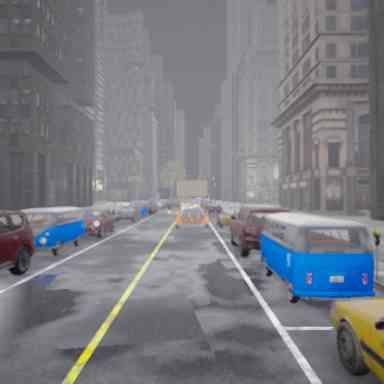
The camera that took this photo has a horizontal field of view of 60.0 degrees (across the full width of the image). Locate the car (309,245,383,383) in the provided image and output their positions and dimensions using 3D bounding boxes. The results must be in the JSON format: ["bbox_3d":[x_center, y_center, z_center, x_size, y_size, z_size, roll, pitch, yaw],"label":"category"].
[{"bbox_3d":[2.767,1.565,2.849,1.752,1.417,4.829,0,-1,0],"label":"car"}]

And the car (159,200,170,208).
[{"bbox_3d":[-5.766,2.484,68.990,1.887,1.381,4.507,0,-1,0],"label":"car"}]

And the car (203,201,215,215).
[{"bbox_3d":[2.779,2.113,41.348,2.008,1.369,4.403,0,-1,0],"label":"car"}]

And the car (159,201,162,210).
[{"bbox_3d":[-5.764,2.182,46.890,1.887,1.381,4.507,0,-1,0],"label":"car"}]

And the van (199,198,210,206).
[{"bbox_3d":[2.786,2.205,63.449,1.690,1.788,3.998,0,-1,0],"label":"van"}]

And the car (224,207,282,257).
[{"bbox_3d":[2.771,1.501,13.730,2.192,1.841,5.009,0,-1,0],"label":"car"}]

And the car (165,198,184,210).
[{"bbox_3d":[-3.038,2.008,57.939,2.150,2.045,5.566,0,-1,1],"label":"car"}]

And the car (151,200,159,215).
[{"bbox_3d":[-5.763,1.877,41.368,2.192,1.841,5.009,0,-1,0],"label":"car"}]

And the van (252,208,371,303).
[{"bbox_3d":[2.770,1.452,8.205,1.690,1.788,3.998,0,-1,0],"label":"van"}]

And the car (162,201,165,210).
[{"bbox_3d":[-5.765,2.312,57.770,1.752,1.417,4.829,0,-1,0],"label":"car"}]

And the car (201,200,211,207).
[{"bbox_3d":[2.782,2.295,52.397,1.802,1.307,4.206,0,-1,0],"label":"car"}]

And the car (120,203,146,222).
[{"bbox_3d":[-5.763,1.963,30.315,2.008,1.369,4.403,0,-1,0],"label":"car"}]

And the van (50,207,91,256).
[{"bbox_3d":[-5.761,1.528,13.744,1.690,1.788,3.998,0,-1,0],"label":"van"}]

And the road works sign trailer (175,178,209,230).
[{"bbox_3d":[0.003,0.788,23.828,2.380,3.560,2.880,0,-1,0],"label":"road works sign trailer"}]

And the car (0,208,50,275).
[{"bbox_3d":[-5.760,1.427,8.219,2.192,1.841,5.009,0,-1,0],"label":"car"}]

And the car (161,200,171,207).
[{"bbox_3d":[-5.766,2.560,74.514,1.887,1.381,4.507,0,-1,0],"label":"car"}]

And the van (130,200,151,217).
[{"bbox_3d":[-5.762,1.828,35.843,1.690,1.788,3.998,0,-1,0],"label":"van"}]

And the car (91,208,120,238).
[{"bbox_3d":[-5.761,1.702,19.266,1.967,1.590,4.097,0,-1,0],"label":"car"}]

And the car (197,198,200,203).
[{"bbox_3d":[2.789,2.560,74.495,1.887,1.381,4.507,0,-1,0],"label":"car"}]

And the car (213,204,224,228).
[{"bbox_3d":[2.774,1.864,24.945,1.752,1.417,4.829,0,-1,0],"label":"car"}]

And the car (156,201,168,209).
[{"bbox_3d":[-5.765,2.409,63.465,1.887,1.381,4.507,0,-1,0],"label":"car"}]
